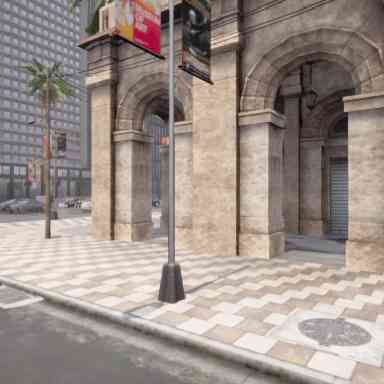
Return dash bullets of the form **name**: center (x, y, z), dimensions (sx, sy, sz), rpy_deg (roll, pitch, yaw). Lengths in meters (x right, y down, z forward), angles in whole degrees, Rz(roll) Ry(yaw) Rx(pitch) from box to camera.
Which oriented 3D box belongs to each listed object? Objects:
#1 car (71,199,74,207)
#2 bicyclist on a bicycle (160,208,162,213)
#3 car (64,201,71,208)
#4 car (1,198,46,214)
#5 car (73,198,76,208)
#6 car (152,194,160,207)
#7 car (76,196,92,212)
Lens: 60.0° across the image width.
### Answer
- **car**: center (-13.915, 1.352, 46.300), dimensions (2.097, 1.767, 4.553), rpy_deg (0, 0, 35)
- **bicyclist on a bicycle**: center (-2.370, 1.300, 31.537), dimensions (1.656, 1.620, 0.582), rpy_deg (0, 0, 36)
- **car**: center (-16.192, 1.513, 48.434), dimensions (2.161, 1.482, 4.786), rpy_deg (0, 0, 35)
- **car**: center (-17.418, 1.564, 35.396), dimensions (1.994, 1.385, 4.181), rpy_deg (0, 0, 36)
- **car**: center (-12.285, 1.601, 42.571), dimensions (1.895, 1.301, 4.718), rpy_deg (0, 0, 35)
- **car**: center (-6.846, 1.505, 50.151), dimensions (1.837, 1.490, 4.892), rpy_deg (0, 0, 36)
- **car**: center (-10.600, 1.525, 38.565), dimensions (1.812, 1.442, 4.674), rpy_deg (0, 0, 36)
